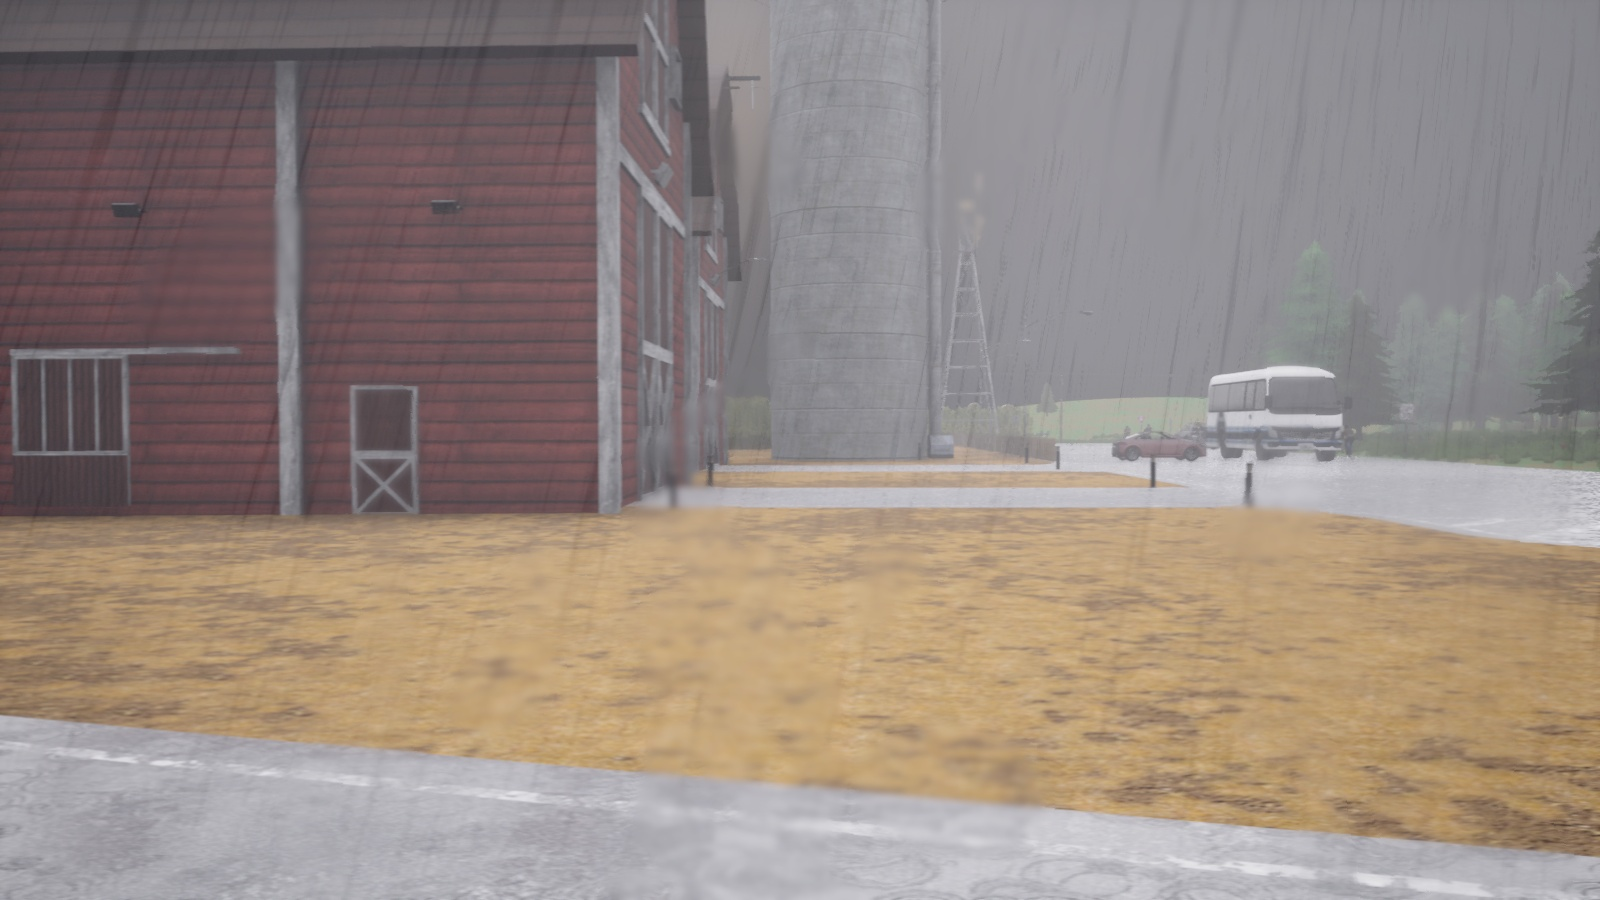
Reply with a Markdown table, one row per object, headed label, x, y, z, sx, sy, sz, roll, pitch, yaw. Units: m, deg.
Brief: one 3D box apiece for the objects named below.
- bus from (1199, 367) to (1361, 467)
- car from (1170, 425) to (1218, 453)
| label | x | y | z | sx | sy | sz | roll | pitch | yaw |
| --- | --- | --- | --- | --- | --- | --- | --- | --- | --- |
| bus | 22.032 | -1.488 | 58.568 | 3.944 | 4.253 | 10.273 | 0 | 1 | 2 |
| car | 26.569 | -0.768 | 84.821 | 1.932 | 1.855 | 4.605 | 0 | 1 | 2 |
